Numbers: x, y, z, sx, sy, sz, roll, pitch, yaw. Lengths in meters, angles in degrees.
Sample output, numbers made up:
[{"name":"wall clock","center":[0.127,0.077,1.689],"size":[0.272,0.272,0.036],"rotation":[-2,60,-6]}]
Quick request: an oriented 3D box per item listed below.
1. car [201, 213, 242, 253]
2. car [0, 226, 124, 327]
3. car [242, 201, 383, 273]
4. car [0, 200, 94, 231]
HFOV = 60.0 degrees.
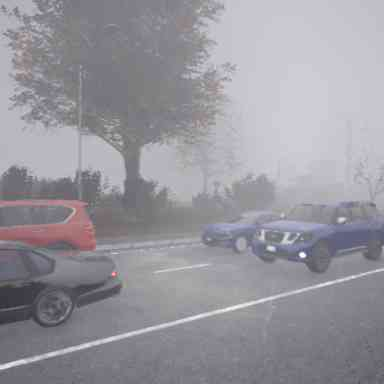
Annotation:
[{"name":"car","center":[2.705,1.605,14.475],"size":[5.008,1.535,1.882],"rotation":[1,0,-35]},{"name":"car","center":[-3.886,1.547,5.516],"size":[5.357,1.411,2.033],"rotation":[1,-1,-36]},{"name":"car","center":[4.555,1.345,11.484],"size":[5.566,2.045,2.150],"rotation":[1,0,-37]},{"name":"car","center":[-5.361,1.230,8.762],"size":[5.566,2.045,2.150],"rotation":[1,-1,-35]}]
